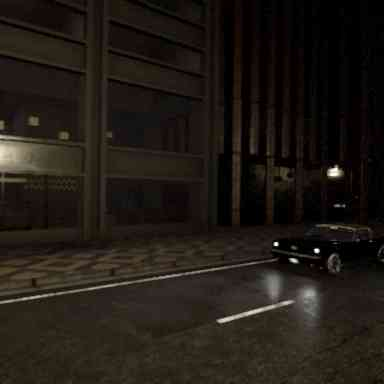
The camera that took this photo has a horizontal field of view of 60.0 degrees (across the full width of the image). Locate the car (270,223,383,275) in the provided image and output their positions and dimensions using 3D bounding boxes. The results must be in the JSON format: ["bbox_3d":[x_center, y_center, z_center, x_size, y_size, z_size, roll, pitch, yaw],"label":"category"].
[{"bbox_3d":[4.806,1.745,11.098,4.718,1.301,1.895,1,-1,-35],"label":"car"}]
